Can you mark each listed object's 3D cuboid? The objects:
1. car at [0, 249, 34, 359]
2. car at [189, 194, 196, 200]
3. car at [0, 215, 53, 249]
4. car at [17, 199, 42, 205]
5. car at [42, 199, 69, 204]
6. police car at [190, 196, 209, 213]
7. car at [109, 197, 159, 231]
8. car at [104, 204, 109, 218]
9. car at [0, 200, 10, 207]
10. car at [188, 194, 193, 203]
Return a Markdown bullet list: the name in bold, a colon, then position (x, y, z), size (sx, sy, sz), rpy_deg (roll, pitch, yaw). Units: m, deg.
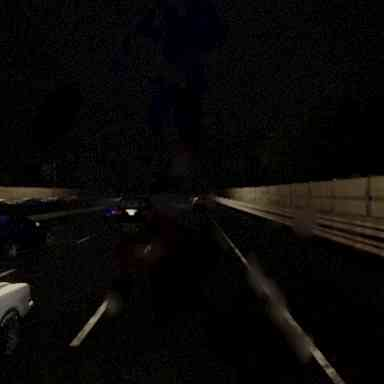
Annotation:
- **car**: position (-3.399, 1.615, 3.066), size (1.895, 1.301, 4.718), rpy_deg (0, 0, 0)
- **car**: position (0.037, 1.446, 91.313), size (1.837, 1.490, 4.892), rpy_deg (0, 0, 0)
- **car**: position (-6.896, 1.580, 12.399), size (1.812, 1.442, 4.674), rpy_deg (0, 0, 0)
- **car**: position (-21.065, 1.661, 43.666), size (1.882, 1.535, 5.008), rpy_deg (0, 0, 0)
- **car**: position (-17.565, 1.691, 44.035), size (1.837, 1.490, 4.892), rpy_deg (0, 0, 0)
- **police car**: position (1.066, 1.597, 40.087), size (1.930, 1.638, 5.238), rpy_deg (0, 0, 0)
- **car**: position (-3.392, 1.315, 21.346), size (2.150, 2.045, 5.566), rpy_deg (0, 0, 0)
- **car**: position (-6.888, 1.614, 31.521), size (1.882, 1.535, 5.008), rpy_deg (0, 0, 0)
- **car**: position (-24.567, 1.741, 41.596), size (1.994, 1.385, 4.181), rpy_deg (0, 0, 0)
- **car**: position (0.030, 1.624, 75.639), size (2.128, 1.511, 4.902), rpy_deg (0, 0, 0)
